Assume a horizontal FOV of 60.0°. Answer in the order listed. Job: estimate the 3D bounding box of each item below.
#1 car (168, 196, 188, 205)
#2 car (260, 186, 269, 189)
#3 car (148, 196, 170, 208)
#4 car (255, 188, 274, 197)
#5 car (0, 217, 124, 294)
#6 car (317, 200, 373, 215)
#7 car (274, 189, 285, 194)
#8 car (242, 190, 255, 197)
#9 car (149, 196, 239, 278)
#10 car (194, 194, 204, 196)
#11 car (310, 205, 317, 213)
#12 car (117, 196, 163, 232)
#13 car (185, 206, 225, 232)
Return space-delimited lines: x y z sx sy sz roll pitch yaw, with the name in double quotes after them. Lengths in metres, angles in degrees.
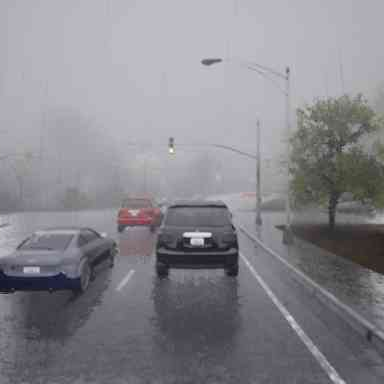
-2.540 1.614 62.840 2.128 1.511 4.902 0 1 20 "car"
19.770 -0.500 90.157 2.150 2.045 5.566 0 3 38 "car"
-5.299 1.624 54.060 2.097 1.767 4.553 0 0 16 "car"
17.646 0.500 80.751 1.895 1.301 4.718 0 3 33 "car"
-3.347 1.609 8.956 1.994 1.385 4.181 0 0 0 "car"
16.028 1.747 34.690 4.718 1.301 1.895 -1 0 3 "car"
23.366 -0.217 89.131 2.033 1.411 5.357 0 3 38 "car"
14.079 0.332 81.629 2.097 1.767 4.553 0 3 33 "car"
0.165 1.274 10.505 2.150 2.045 5.566 0 -1 1 "car"
1.286 1.287 72.359 2.128 1.511 4.902 0 2 23 "car"
16.139 1.660 38.190 4.902 1.511 2.128 -1 0 3 "car"
-3.157 1.338 20.811 2.150 2.045 5.566 0 0 0 "car"
0.966 1.690 22.150 1.994 1.385 4.181 0 0 12 "car"
